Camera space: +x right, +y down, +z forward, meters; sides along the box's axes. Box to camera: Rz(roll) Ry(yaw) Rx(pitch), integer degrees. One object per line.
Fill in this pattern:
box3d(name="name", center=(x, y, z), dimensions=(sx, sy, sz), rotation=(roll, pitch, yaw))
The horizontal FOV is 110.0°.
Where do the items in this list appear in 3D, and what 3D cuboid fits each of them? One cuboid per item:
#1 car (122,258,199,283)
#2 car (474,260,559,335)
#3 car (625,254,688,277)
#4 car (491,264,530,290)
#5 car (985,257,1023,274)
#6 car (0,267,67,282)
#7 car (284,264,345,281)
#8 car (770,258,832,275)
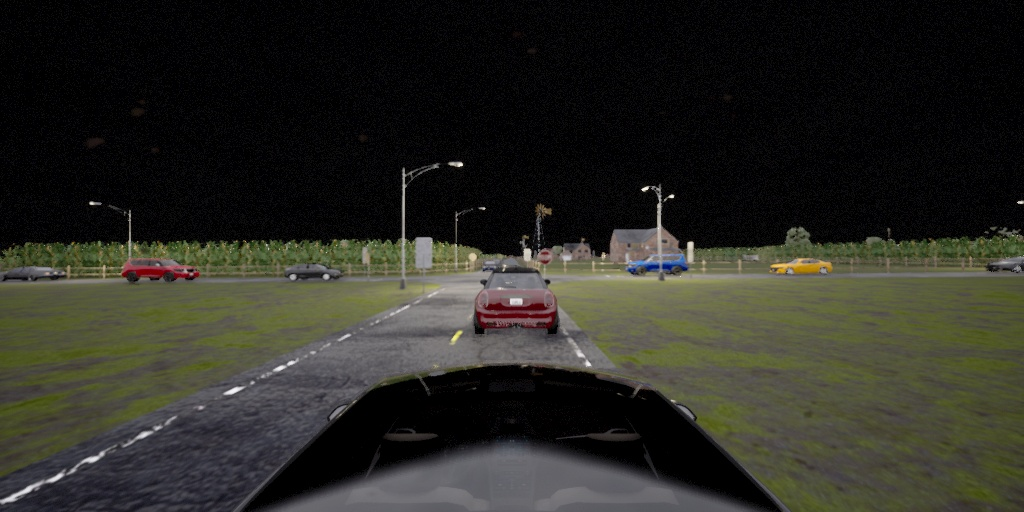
box3d(name="car", center=(-31.123, 1.244, 31.808), dimensions=(5.566, 2.045, 2.150), rotation=(0, 0, 1))
box3d(name="car", center=(0.102, 1.104, 10.652), dimensions=(2.097, 1.767, 4.553), rotation=(0, 0, 0))
box3d(name="car", center=(13.659, 0.856, 33.973), dimensions=(5.566, 2.045, 2.150), rotation=(-1, 0, 1))
box3d(name="car", center=(-0.216, 1.305, 23.877), dimensions=(2.033, 1.411, 5.357), rotation=(0, 0, -6))
box3d(name="car", center=(47.279, 0.843, 33.308), dimensions=(4.892, 1.490, 1.837), rotation=(0, 0, 1))
box3d(name="car", center=(-46.947, 1.734, 34.971), dimensions=(5.357, 1.411, 2.033), rotation=(-1, 0, 1))
box3d(name="car", center=(-17.318, 1.407, 31.568), dimensions=(4.892, 1.490, 1.837), rotation=(0, 0, 1))
box3d(name="car", center=(27.096, 0.993, 33.737), dimensions=(5.008, 1.535, 1.882), rotation=(-1, 0, 1))
